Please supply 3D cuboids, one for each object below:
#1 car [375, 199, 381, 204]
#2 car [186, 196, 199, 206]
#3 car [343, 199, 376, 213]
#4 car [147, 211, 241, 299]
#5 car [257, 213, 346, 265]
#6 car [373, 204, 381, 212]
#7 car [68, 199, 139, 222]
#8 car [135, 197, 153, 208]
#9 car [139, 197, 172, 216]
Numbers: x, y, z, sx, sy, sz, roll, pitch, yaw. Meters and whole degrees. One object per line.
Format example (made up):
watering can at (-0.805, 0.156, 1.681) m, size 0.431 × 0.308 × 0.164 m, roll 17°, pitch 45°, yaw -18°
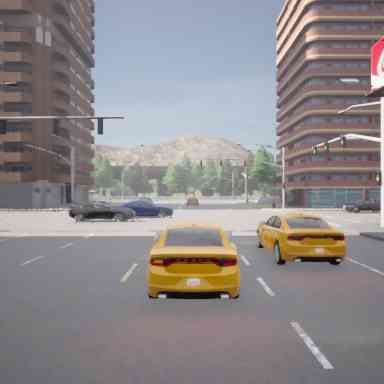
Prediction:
car at (20.899, 1.564, 32.666) m, size 4.181 × 1.385 × 1.994 m, roll 0°, pitch 0°, yaw 0°
car at (0.092, 1.477, 55.685) m, size 1.882 × 1.535 × 5.008 m, roll 0°, pitch 0°, yaw 0°
car at (18.972, 1.491, 36.154) m, size 4.902 × 1.511 × 2.128 m, roll 0°, pitch 0°, yaw 0°
car at (0.050, 1.478, 8.497) m, size 1.882 × 1.535 × 5.008 m, roll 0°, pitch 0°, yaw 1°
car at (3.567, 1.478, 11.735) m, size 1.882 × 1.535 × 5.008 m, roll 0°, pitch 0°, yaw 0°
car at (3.600, 1.222, 1.792) m, size 2.150 × 2.045 × 5.566 m, roll 0°, pitch 0°, yaw 0°
car at (-6.840, 1.491, 25.309) m, size 4.902 × 1.511 × 2.128 m, roll 0°, pitch 0°, yaw 0°
car at (-7.081, 1.478, 49.355) m, size 1.882 × 1.535 × 5.008 m, roll 0°, pitch 0°, yaw 0°
car at (-4.182, 1.477, 28.824) m, size 5.008 × 1.535 × 1.882 m, roll 0°, pitch 0°, yaw 0°
